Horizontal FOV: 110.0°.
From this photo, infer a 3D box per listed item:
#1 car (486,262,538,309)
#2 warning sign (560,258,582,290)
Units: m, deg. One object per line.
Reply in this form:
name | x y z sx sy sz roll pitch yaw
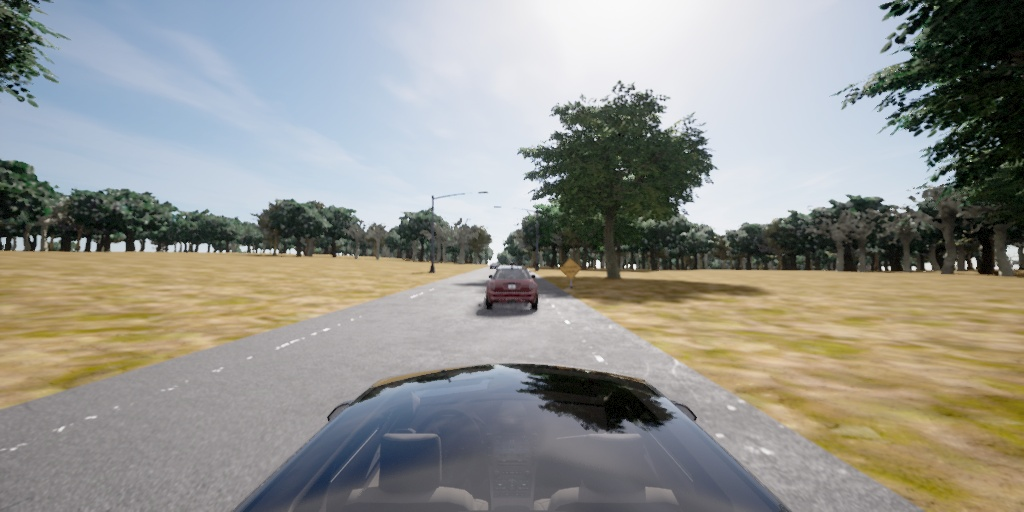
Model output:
car | 0.002 1.238 15.980 2.097 1.767 4.553 0 -1 0
warning sign | 3.551 1.055 21.311 1.300 1.860 1.060 0 0 0
